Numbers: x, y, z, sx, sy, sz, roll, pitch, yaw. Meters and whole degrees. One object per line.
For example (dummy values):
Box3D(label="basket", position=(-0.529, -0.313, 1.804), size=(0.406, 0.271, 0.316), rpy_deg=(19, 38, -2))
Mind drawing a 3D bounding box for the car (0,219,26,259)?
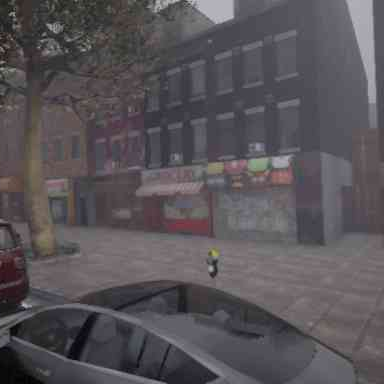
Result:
Box3D(label="car", position=(-5.212, 1.379, 6.556), size=(5.009, 1.841, 2.192), rpy_deg=(-1, -2, 36))

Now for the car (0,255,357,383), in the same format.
Box3D(label="car", position=(-0.686, 1.587, 3.325), size=(4.313, 1.339, 1.947), rpy_deg=(-1, -2, 36))
